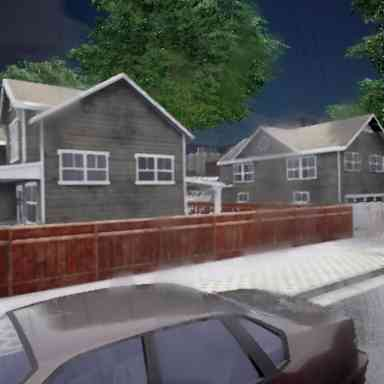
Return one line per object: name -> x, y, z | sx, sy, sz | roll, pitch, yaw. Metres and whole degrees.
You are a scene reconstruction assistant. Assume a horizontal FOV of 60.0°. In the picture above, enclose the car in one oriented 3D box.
car -> -0.746, 1.575, 2.540 | 5.357, 1.411, 2.033 | -1, 0, -36
